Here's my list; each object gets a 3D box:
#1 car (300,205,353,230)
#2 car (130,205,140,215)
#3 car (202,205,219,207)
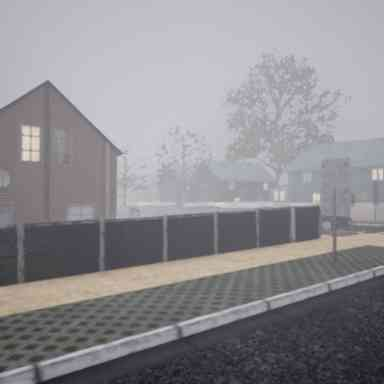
[{"bbox_3d":[7.915,1.636,21.897,1.882,1.535,5.008,0,-2,-37],"label":"car"},{"bbox_3d":[-7.501,2.372,43.644,1.994,1.385,4.181,0,-1,-35],"label":"car"},{"bbox_3d":[1.879,1.936,30.355,1.812,1.442,4.674,0,-1,-35],"label":"car"}]
